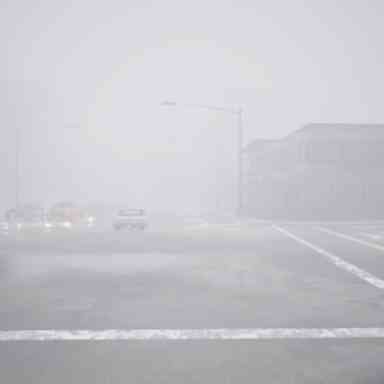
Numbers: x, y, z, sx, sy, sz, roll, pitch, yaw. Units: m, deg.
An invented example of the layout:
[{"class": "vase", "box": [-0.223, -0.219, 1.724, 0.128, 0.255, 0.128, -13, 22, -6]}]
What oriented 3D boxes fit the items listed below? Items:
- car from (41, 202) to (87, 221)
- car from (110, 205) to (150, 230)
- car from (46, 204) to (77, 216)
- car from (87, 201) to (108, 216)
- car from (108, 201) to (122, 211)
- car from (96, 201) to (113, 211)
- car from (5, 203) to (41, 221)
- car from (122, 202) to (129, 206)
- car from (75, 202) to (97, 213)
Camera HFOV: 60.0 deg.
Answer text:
[{"class": "car", "box": [-11.452, 1.658, 30.186, 2.097, 1.767, 4.553, 0, -1, -2]}, {"class": "car", "box": [-3.962, 1.794, 22.504, 1.895, 1.301, 4.718, 0, 0, -2]}, {"class": "car", "box": [-15.305, 2.111, 39.330, 1.895, 1.301, 4.718, 0, -1, -2]}, {"class": "car", "box": [-11.800, 1.996, 39.231, 2.128, 1.511, 4.902, 0, -1, -2]}, {"class": "car", "box": [-12.175, 2.322, 49.532, 1.812, 1.442, 4.674, 0, -2, -2]}, {"class": "car", "box": [-16.115, 2.479, 61.236, 2.097, 1.767, 4.553, 0, -1, -2]}, {"class": "car", "box": [-14.952, 1.796, 30.067, 2.128, 1.511, 4.902, 0, -1, -2]}, {"class": "car", "box": [-12.595, 2.612, 60.599, 1.837, 1.490, 4.892, 0, -1, -2]}, {"class": "car", "box": [-15.684, 2.273, 49.409, 1.882, 1.535, 5.008, 0, -2, -2]}]
